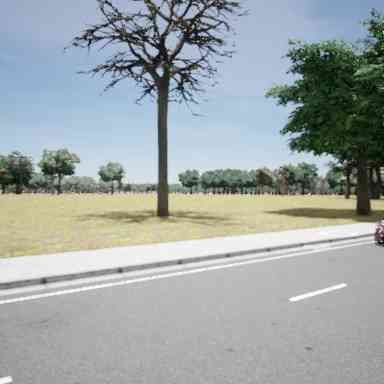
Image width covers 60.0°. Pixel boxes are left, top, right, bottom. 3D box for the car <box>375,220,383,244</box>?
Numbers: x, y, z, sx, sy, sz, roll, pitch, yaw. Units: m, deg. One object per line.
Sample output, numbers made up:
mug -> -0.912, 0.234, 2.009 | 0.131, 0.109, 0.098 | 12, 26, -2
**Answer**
car -> 10.112, 1.417, 14.764 | 4.553, 1.767, 2.097 | 0, 0, -35
